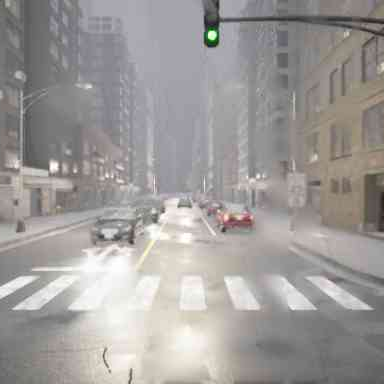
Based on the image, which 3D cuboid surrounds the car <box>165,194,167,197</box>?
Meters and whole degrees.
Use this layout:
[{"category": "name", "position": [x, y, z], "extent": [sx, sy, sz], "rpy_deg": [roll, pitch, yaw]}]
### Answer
[{"category": "car", "position": [-7.381, 1.620, 76.062], "extent": [1.802, 1.307, 4.206], "rpy_deg": [0, 0, -1]}]

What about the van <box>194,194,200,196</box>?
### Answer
[{"category": "van", "position": [1.680, 1.344, 53.630], "extent": [1.690, 1.788, 3.998], "rpy_deg": [0, 0, -1]}]

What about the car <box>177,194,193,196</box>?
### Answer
[{"category": "car", "position": [-1.208, 1.481, 55.002], "extent": [1.882, 1.535, 5.008], "rpy_deg": [0, 0, -1]}]

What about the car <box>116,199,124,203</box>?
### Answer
[{"category": "car", "position": [-6.302, 1.419, 30.826], "extent": [1.967, 1.590, 4.097], "rpy_deg": [0, 0, -1]}]

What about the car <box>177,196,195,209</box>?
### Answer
[{"category": "car", "position": [-0.969, 1.549, 44.953], "extent": [1.994, 1.385, 4.181], "rpy_deg": [0, 0, -1]}]

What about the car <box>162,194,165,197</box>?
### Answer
[{"category": "car", "position": [-7.242, 1.553, 70.237], "extent": [1.752, 1.417, 4.829], "rpy_deg": [0, 0, -1]}]

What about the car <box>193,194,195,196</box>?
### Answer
[{"category": "car", "position": [1.277, 1.617, 70.590], "extent": [1.802, 1.307, 4.206], "rpy_deg": [0, 0, -1]}]

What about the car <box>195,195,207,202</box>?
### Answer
[{"category": "car", "position": [1.815, 1.536, 47.977], "extent": [1.887, 1.381, 4.507], "rpy_deg": [0, 0, -1]}]

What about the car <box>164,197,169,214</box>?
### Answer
[{"category": "car", "position": [-3.734, 1.543, 35.041], "extent": [1.994, 1.385, 4.181], "rpy_deg": [0, 0, -1]}]

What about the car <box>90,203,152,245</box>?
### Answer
[{"category": "car", "position": [-3.334, 1.484, 15.662], "extent": [2.128, 1.511, 4.902], "rpy_deg": [0, 0, -1]}]

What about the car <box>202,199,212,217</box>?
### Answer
[{"category": "car", "position": [2.221, 1.568, 31.021], "extent": [1.802, 1.307, 4.206], "rpy_deg": [0, 0, -1]}]

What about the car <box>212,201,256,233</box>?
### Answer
[{"category": "car", "position": [2.490, 1.434, 19.714], "extent": [1.967, 1.590, 4.097], "rpy_deg": [0, 0, -1]}]

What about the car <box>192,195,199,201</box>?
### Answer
[{"category": "car", "position": [0.870, 1.589, 87.720], "extent": [1.752, 1.417, 4.829], "rpy_deg": [0, 0, -1]}]

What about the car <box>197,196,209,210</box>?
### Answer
[{"category": "car", "position": [1.951, 1.565, 42.324], "extent": [1.802, 1.307, 4.206], "rpy_deg": [0, 0, -1]}]

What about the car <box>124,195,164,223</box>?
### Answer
[{"category": "car", "position": [-3.503, 1.337, 25.295], "extent": [2.097, 1.767, 4.553], "rpy_deg": [0, 0, -1]}]
